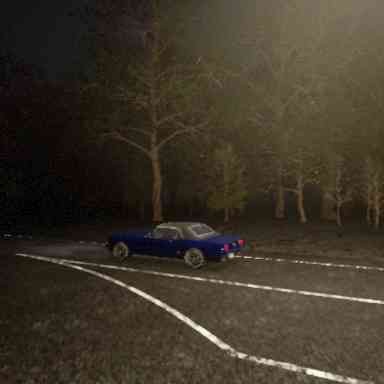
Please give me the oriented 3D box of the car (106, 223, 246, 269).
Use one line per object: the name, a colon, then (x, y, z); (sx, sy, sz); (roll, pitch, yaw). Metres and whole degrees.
car: (-0.685, 1.716, 11.482); (4.718, 1.301, 1.895); (-1, -1, 29)
